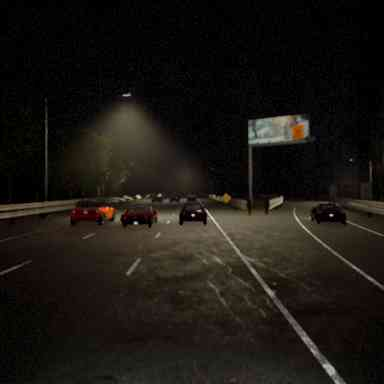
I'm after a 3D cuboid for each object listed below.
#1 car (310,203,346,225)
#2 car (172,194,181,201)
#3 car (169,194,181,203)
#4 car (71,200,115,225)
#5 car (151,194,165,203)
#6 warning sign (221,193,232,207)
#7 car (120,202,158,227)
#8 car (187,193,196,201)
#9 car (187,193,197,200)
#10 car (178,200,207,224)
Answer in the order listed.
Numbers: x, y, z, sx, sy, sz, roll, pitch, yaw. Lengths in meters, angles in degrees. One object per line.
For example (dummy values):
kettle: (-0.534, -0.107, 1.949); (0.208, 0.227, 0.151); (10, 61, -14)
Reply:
car: (9.769, 1.514, 24.130); (1.994, 1.385, 4.181); (0, 0, 14)
car: (-3.567, 1.189, 77.344); (1.837, 1.490, 4.892); (0, 0, 0)
car: (-3.558, 1.403, 67.340); (1.812, 1.442, 4.674); (0, 0, 0)
car: (-6.921, 1.343, 23.731); (2.097, 1.767, 4.553); (0, 0, 0)
car: (-7.058, 1.439, 67.337); (1.994, 1.385, 4.181); (0, 0, 0)
warning sign: (4.500, 1.063, 43.551); (1.300, 1.860, 1.060); (-1, -1, 0)
car: (-3.420, 1.594, 22.427); (1.895, 1.301, 4.718); (0, 0, 0)
car: (-0.067, 1.044, 77.317); (2.097, 1.767, 4.553); (0, 0, 0)
car: (-0.057, 1.373, 66.926); (2.128, 1.511, 4.902); (0, 0, 0)
car: (0.078, 1.553, 24.718); (1.994, 1.385, 4.181); (0, 0, 0)
